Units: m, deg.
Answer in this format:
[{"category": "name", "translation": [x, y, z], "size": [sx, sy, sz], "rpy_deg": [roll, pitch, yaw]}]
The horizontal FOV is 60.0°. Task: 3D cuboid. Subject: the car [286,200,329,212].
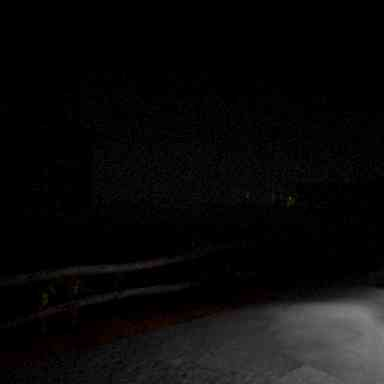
[{"category": "car", "translation": [12.559, 1.661, 36.555], "size": [2.097, 1.767, 4.553], "rpy_deg": [1, -1, -35]}]
